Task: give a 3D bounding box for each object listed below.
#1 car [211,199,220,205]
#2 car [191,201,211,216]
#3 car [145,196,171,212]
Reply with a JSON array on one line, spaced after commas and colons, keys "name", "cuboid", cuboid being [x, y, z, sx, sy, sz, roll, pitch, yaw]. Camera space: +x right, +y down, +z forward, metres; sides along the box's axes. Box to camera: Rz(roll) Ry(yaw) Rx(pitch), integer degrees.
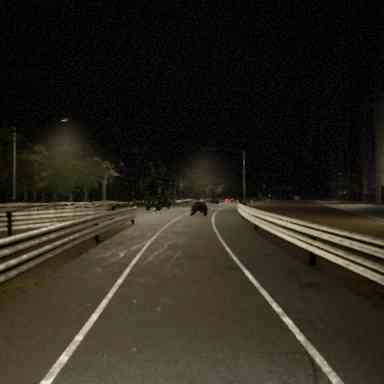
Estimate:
[{"name": "car", "cuboid": [5.671, 2.476, 82.933, 1.812, 1.442, 4.674, 0, -1, 17]}, {"name": "car", "cuboid": [0.920, 1.923, 38.384, 1.837, 1.490, 4.892, -1, 0, 5]}, {"name": "car", "cuboid": [-4.904, 1.643, 48.549, 2.150, 2.045, 5.566, 0, -1, 17]}]
